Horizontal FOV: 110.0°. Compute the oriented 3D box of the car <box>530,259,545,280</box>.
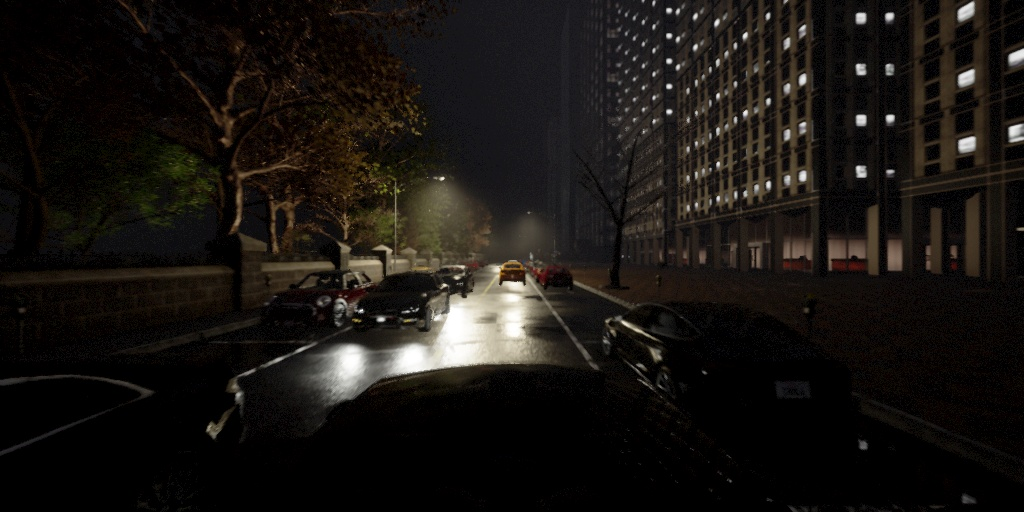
[{"bbox_3d":[2.688,1.200,28.041,1.967,1.591,4.097,0,0,0],"label":"car"}]

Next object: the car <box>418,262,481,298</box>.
[{"bbox_3d":[-3.001,1.246,18.330,2.128,1.511,4.902,0,0,0],"label":"car"}]

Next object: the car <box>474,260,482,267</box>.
[{"bbox_3d":[-5.694,1.324,50.569,1.888,1.381,4.507,0,0,0],"label":"car"}]

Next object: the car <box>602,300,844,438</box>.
[{"bbox_3d":[2.688,1.317,5.512,1.948,1.339,4.313,0,0,0],"label":"car"}]

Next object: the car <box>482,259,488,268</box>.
[{"bbox_3d":[-5.694,1.338,61.833,1.888,1.381,4.507,0,0,0],"label":"car"}]

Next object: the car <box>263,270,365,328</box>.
[{"bbox_3d":[-5.692,1.191,11.144,1.967,1.591,4.097,0,0,0],"label":"car"}]

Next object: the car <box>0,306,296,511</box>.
[{"bbox_3d":[-3.101,1.242,0.901,2.128,1.511,4.902,0,0,0],"label":"car"}]

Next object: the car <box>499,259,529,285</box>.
[{"bbox_3d":[0.052,1.237,26.588,1.882,1.535,5.008,0,0,0],"label":"car"}]

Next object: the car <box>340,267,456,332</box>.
[{"bbox_3d":[-3.092,1.257,10.919,1.837,1.490,4.892,0,0,0],"label":"car"}]

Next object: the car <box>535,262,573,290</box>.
[{"bbox_3d":[2.688,1.302,22.409,1.888,1.381,4.507,0,0,0],"label":"car"}]
